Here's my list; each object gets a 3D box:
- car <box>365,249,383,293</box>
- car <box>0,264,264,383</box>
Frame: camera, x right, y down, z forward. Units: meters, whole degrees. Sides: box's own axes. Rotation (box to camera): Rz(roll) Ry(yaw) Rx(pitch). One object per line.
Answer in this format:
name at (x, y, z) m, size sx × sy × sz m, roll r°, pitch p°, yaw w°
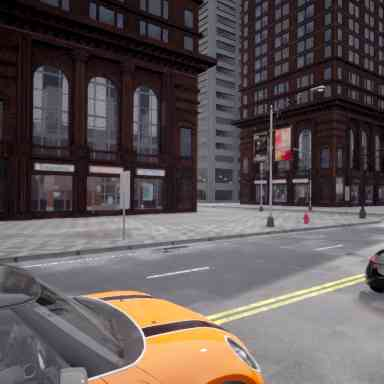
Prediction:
car at (5.863, 1.576, 7.646) m, size 4.181 × 1.385 × 1.994 m, roll 0°, pitch 0°, yaw -35°
car at (-1.563, 1.352, 2.324) m, size 4.553 × 1.767 × 2.097 m, roll 0°, pitch 0°, yaw -36°
